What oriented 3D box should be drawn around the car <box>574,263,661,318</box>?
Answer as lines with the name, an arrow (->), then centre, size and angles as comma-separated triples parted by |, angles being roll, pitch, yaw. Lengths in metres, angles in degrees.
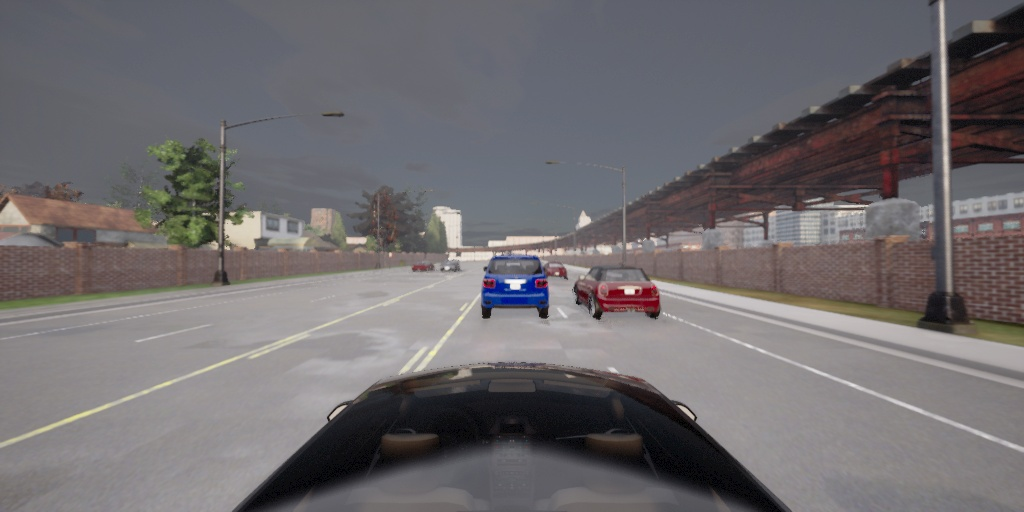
car -> 3.597, 1.101, 13.085 | 2.097, 1.767, 4.553 | 0, 0, 0

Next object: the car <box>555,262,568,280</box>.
car -> 3.597, 1.224, 30.825 | 1.812, 1.442, 4.674 | 0, 0, 0

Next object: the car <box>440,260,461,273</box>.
car -> -7.094, 1.161, 41.571 | 2.128, 1.511, 4.902 | 0, 0, 0

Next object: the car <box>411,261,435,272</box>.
car -> -10.594, 1.265, 43.040 | 1.895, 1.301, 4.718 | 0, 0, 0

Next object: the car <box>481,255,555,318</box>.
car -> 0.098, 0.971, 13.193 | 2.150, 2.045, 5.566 | 0, 0, 0
